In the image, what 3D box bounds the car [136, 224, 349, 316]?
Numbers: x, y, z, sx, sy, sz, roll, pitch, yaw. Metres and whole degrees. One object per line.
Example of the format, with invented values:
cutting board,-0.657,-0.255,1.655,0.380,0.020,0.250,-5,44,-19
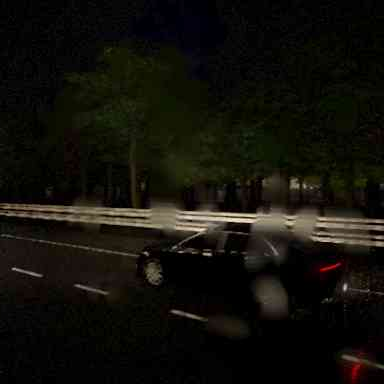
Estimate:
car,0.852,1.507,7.560,4.892,1.490,1.837,0,0,36
